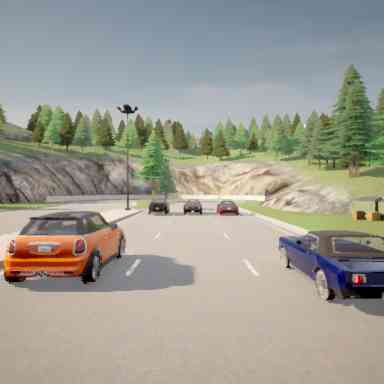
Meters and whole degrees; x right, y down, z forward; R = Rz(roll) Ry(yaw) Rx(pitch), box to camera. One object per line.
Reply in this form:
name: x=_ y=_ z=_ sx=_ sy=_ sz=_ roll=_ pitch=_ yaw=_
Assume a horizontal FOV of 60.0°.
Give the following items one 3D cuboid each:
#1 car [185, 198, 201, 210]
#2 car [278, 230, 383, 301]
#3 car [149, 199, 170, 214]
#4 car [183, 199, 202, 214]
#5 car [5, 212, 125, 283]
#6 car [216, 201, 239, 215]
car: x=0.150 y=1.564 z=43.518 sx=1.994 sy=1.385 sz=4.181 roll=0 pitch=0 yaw=1
car: x=3.600 y=1.601 z=8.266 sx=1.895 sy=1.301 sz=4.718 roll=0 pitch=0 yaw=0
car: x=-3.399 y=1.478 z=35.138 sx=1.882 sy=1.535 sz=5.008 roll=0 pitch=-1 yaw=0
car: x=0.097 y=1.601 z=34.662 sx=1.895 sy=1.301 sz=4.718 roll=0 pitch=0 yaw=0
car: x=-3.401 y=1.351 z=9.814 sx=2.097 sy=1.767 sz=4.553 roll=0 pitch=0 yaw=0
car: x=3.600 y=1.564 z=34.231 sx=1.994 sy=1.385 sz=4.181 roll=0 pitch=0 yaw=0
